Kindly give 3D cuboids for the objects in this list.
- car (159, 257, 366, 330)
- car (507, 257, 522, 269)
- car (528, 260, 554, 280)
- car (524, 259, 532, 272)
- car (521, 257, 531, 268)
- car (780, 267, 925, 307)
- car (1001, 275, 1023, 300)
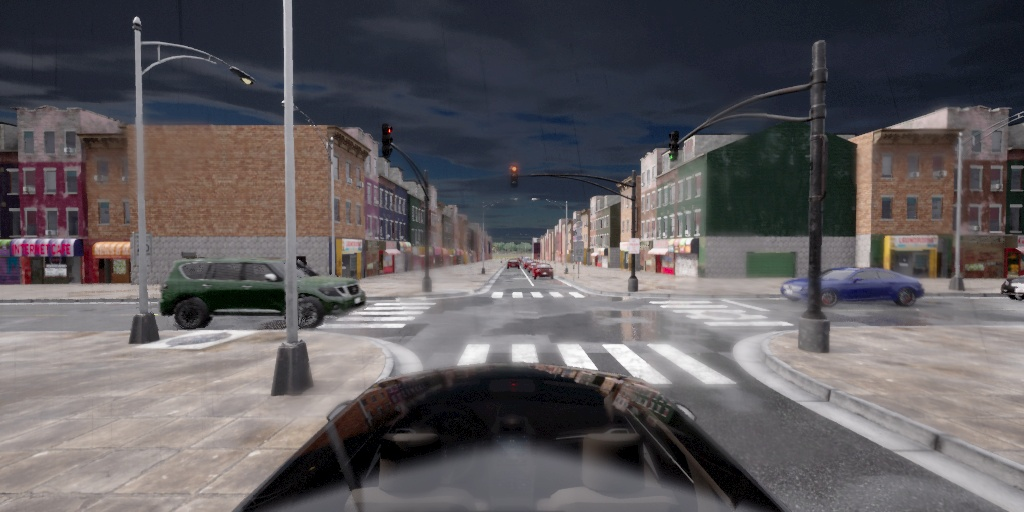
[{"bbox_3d":[-7.589,1.051,11.181,5.566,2.045,2.150,0,1,0],"label":"car"},{"bbox_3d":[0.214,1.225,56.457,1.882,1.535,5.008,0,0,0],"label":"car"},{"bbox_3d":[2.698,1.292,31.665,1.888,1.381,4.507,0,0,0],"label":"car"},{"bbox_3d":[2.721,1.329,42.730,1.802,1.307,4.207,0,0,0],"label":"car"},{"bbox_3d":[2.744,1.293,53.795,1.888,1.381,4.507,0,0,0],"label":"car"},{"bbox_3d":[13.299,1.160,14.113,4.674,1.442,1.812,0,1,1],"label":"car"},{"bbox_3d":[22.461,1.087,14.069,4.902,1.511,2.128,0,1,0],"label":"car"}]
